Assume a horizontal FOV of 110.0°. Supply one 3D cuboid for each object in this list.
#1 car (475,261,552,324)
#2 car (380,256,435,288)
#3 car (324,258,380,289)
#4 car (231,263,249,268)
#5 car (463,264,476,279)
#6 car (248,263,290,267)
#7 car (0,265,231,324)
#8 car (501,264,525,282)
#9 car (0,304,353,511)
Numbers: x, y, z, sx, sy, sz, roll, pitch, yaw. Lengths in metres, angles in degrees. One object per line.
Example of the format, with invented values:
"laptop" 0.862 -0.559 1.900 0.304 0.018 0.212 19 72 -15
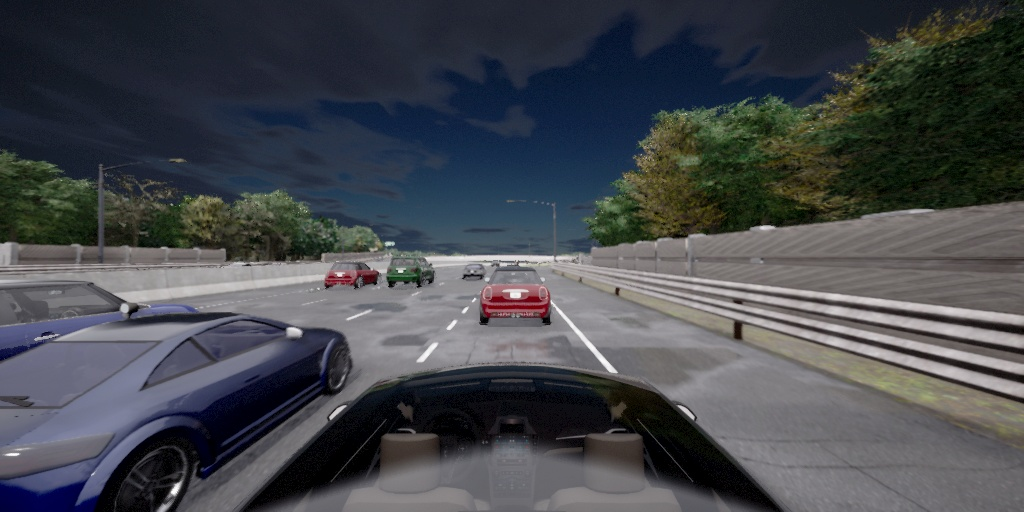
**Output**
"car" 0.100 1.130 12.199 2.097 1.767 4.553 0 0 0
"car" -6.899 1.054 24.926 2.150 2.045 5.566 0 0 0
"car" -10.399 1.180 23.771 2.097 1.767 4.553 0 0 0
"car" -28.007 1.412 37.045 1.812 1.442 4.674 0 0 0
"car" -3.499 1.419 33.954 2.033 1.411 5.357 0 0 0
"car" -24.501 1.487 37.309 1.895 1.301 4.718 0 0 0
"car" -6.900 1.107 5.120 2.097 1.767 4.553 0 0 0
"car" 0.101 1.426 31.668 1.994 1.385 4.181 0 0 0
"car" -3.501 1.315 3.972 1.994 1.385 4.181 0 0 0
